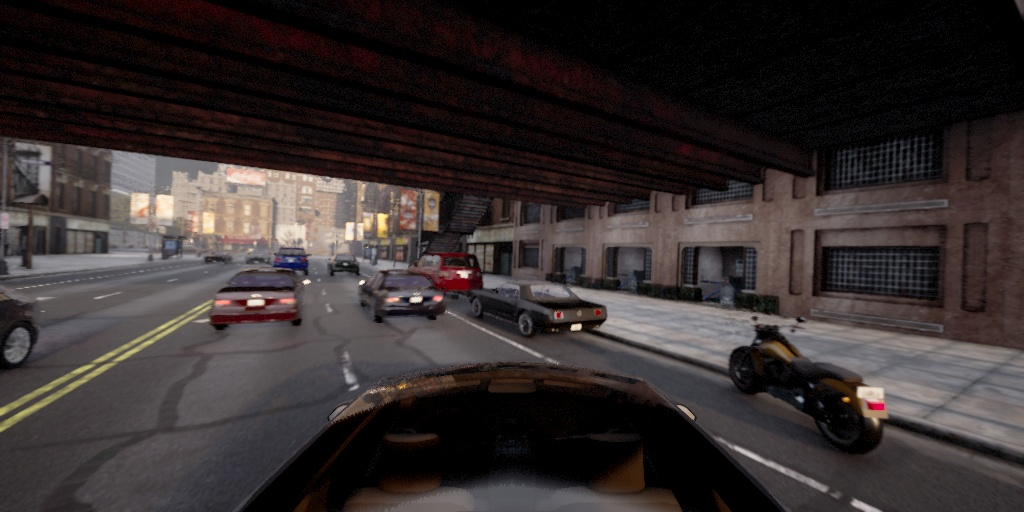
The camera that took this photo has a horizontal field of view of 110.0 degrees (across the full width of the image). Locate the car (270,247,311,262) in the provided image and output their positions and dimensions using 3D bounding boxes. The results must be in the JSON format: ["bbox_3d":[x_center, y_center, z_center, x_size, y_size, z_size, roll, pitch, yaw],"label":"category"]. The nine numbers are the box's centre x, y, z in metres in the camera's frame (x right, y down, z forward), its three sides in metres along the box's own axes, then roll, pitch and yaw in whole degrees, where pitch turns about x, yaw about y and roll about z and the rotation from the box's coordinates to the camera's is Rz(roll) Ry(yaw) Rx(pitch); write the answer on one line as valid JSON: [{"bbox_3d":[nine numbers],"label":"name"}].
[{"bbox_3d":[-16.460,0.356,26.892,2.150,2.045,5.566,2,0,-30],"label":"car"}]

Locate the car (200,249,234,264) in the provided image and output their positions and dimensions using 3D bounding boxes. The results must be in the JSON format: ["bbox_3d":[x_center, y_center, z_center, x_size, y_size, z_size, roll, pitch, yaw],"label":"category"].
[{"bbox_3d":[-31.281,0.182,38.310,1.895,1.301,4.718,2,0,-30],"label":"car"}]

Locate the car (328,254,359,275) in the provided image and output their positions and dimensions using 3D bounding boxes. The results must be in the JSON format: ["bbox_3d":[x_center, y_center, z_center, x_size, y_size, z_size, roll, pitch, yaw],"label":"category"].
[{"bbox_3d":[-13.685,0.590,29.076,2.097,1.767,4.553,2,0,-30],"label":"car"}]

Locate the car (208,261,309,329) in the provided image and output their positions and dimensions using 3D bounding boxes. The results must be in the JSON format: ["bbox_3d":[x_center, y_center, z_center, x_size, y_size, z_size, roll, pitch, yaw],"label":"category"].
[{"bbox_3d":[-6.930,1.038,10.168,2.033,1.411,5.357,2,0,-29],"label":"car"}]

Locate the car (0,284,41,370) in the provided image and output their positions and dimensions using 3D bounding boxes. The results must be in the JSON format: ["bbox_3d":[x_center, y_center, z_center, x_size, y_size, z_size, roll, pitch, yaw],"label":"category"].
[{"bbox_3d":[-7.611,0.970,3.810,1.837,1.490,4.892,2,0,-29],"label":"car"}]

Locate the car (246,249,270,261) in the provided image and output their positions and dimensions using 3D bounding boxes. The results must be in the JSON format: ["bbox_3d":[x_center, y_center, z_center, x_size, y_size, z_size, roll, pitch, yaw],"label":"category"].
[{"bbox_3d":[-28.393,0.042,40.330,2.097,1.767,4.553,2,0,-30],"label":"car"}]

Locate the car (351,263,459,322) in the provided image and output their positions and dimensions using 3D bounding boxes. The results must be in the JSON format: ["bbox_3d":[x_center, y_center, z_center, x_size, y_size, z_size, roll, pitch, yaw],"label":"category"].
[{"bbox_3d":[-3.760,1.156,11.669,2.033,1.411,5.357,2,0,-29],"label":"car"}]
